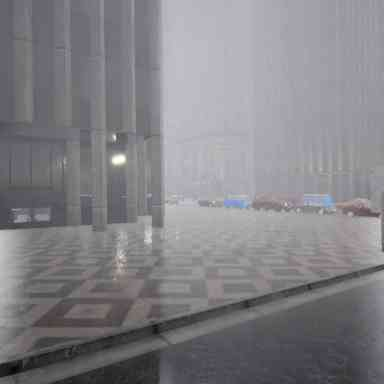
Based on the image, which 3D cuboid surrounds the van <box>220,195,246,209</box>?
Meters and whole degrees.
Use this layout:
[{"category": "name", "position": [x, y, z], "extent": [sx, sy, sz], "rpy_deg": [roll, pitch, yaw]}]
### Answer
[{"category": "van", "position": [5.798, 1.295, 42.351], "extent": [1.690, 1.788, 3.998], "rpy_deg": [-1, 1, -36]}]

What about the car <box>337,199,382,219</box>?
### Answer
[{"category": "car", "position": [15.453, 1.567, 28.877], "extent": [1.887, 1.381, 4.507], "rpy_deg": [-1, 1, -36]}]

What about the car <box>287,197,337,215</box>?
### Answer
[{"category": "car", "position": [12.236, 1.549, 33.369], "extent": [2.008, 1.369, 4.403], "rpy_deg": [-1, 1, -36]}]

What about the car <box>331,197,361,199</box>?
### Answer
[{"category": "car", "position": [19.076, 1.385, 38.461], "extent": [1.752, 1.417, 4.829], "rpy_deg": [-1, 1, -36]}]

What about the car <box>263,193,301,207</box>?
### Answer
[{"category": "car", "position": [12.742, 1.130, 47.305], "extent": [2.192, 1.841, 5.009], "rpy_deg": [-1, 1, -36]}]

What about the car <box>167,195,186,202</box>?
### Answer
[{"category": "car", "position": [-3.333, 1.258, 69.771], "extent": [2.008, 1.369, 4.403], "rpy_deg": [-1, 1, -36]}]

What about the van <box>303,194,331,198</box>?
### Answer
[{"category": "van", "position": [15.958, 1.179, 42.813], "extent": [1.690, 1.788, 3.998], "rpy_deg": [-1, 1, -36]}]

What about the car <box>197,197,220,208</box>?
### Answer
[{"category": "car", "position": [2.583, 1.372, 46.843], "extent": [1.967, 1.590, 4.097], "rpy_deg": [-1, 1, -36]}]

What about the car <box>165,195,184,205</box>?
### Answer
[{"category": "car", "position": [-3.852, 1.439, 55.828], "extent": [2.008, 1.369, 4.403], "rpy_deg": [-1, 1, -36]}]

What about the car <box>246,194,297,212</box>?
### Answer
[{"category": "car", "position": [9.016, 1.291, 37.858], "extent": [2.192, 1.841, 5.009], "rpy_deg": [-1, 1, -36]}]

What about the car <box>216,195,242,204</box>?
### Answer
[{"category": "car", "position": [6.215, 1.297, 56.431], "extent": [1.752, 1.417, 4.829], "rpy_deg": [-1, 1, -36]}]
